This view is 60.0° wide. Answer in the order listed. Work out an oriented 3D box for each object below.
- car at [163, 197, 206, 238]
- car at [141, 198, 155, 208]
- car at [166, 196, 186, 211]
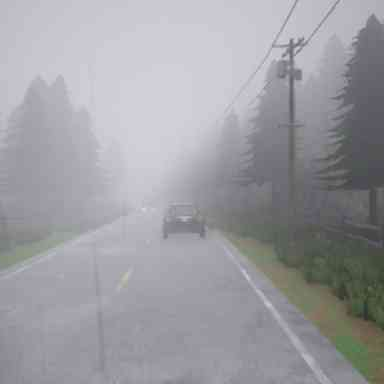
[{"bbox_3d":[-0.463,1.355,18.034,2.097,1.767,4.553,0,0,-3],"label":"car"},{"bbox_3d":[-6.483,1.568,49.021,2.033,1.411,5.357,0,0,-11],"label":"car"},{"bbox_3d":[-2.067,1.361,41.767,2.097,1.767,4.553,0,0,-7],"label":"car"}]
